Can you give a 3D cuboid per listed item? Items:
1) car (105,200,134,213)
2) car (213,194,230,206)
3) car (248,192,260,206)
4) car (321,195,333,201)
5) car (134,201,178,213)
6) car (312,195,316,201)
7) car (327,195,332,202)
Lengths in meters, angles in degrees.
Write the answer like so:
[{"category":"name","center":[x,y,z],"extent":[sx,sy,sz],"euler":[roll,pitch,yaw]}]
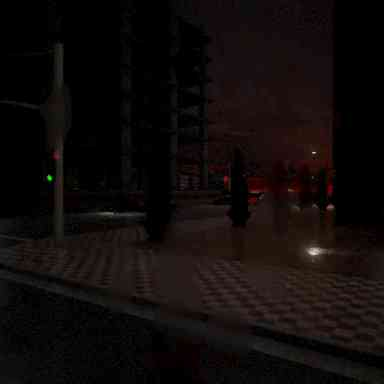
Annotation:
[{"category":"car","center":[-7.553,1.563,37.028],"extent":[1.994,1.385,4.181],"euler":[0,0,35]},{"category":"car","center":[5.287,1.478,55.339],"extent":[1.882,1.535,5.008],"euler":[0,0,35]},{"category":"car","center":[8.777,1.351,54.207],"extent":[2.097,1.767,4.553],"euler":[0,0,35]},{"category":"car","center":[34.503,1.417,85.069],"extent":[1.812,1.442,4.674],"euler":[0,0,35]},{"category":"car","center":[-3.695,1.600,36.446],"extent":[1.895,1.301,4.718],"euler":[0,0,35]},{"category":"car","center":[28.553,1.469,76.513],"extent":[1.882,1.535,5.008],"euler":[0,0,35]},{"category":"car","center":[31.665,1.544,74.857],"extent":[1.994,1.385,4.181],"euler":[0,0,35]}]
